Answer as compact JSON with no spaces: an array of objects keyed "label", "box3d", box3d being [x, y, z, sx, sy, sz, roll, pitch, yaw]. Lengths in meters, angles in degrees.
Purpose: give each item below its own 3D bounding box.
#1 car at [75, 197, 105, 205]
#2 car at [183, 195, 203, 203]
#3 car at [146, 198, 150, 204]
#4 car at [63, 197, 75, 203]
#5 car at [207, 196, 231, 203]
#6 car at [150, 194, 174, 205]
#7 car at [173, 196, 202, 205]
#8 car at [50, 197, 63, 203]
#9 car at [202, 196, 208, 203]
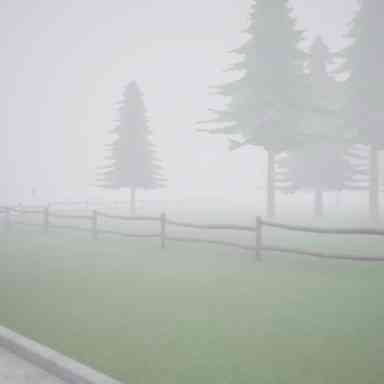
[{"label":"car","box3d":[-18.099,1.606,60.562,2.128,1.511,4.902,0,0,35]},{"label":"car","box3d":[0.296,1.514,72.492,1.882,1.535,5.008,0,0,36]},{"label":"car","box3d":[-6.619,1.586,62.848,2.128,1.511,4.902,0,0,36]},{"label":"car","box3d":[-21.252,1.685,62.123,1.994,1.385,4.181,0,0,35]},{"label":"car","box3d":[5.938,1.610,68.348,2.033,1.411,5.357,0,0,36]},{"label":"car","box3d":[-4.343,1.309,60.047,2.150,2.045,5.566,0,0,38]},{"label":"car","box3d":[-0.768,1.643,58.991,1.994,1.385,4.181,0,0,36]},{"label":"car","box3d":[-24.286,1.673,63.855,2.033,1.411,5.357,0,0,35]},{"label":"car","box3d":[3.116,1.506,70.420,1.882,1.535,5.008,0,0,36]}]
